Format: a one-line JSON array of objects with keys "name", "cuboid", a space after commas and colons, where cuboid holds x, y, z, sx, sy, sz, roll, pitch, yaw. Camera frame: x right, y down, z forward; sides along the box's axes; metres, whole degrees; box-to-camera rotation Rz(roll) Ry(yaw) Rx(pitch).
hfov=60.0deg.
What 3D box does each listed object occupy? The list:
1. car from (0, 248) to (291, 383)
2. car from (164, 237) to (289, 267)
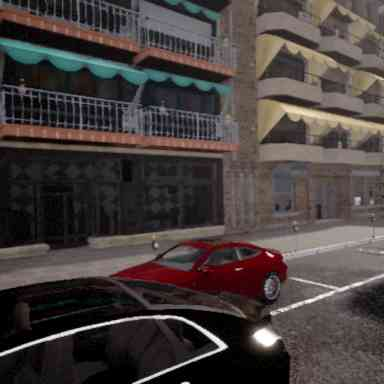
[{"name": "car", "cuboid": [-1.362, 1.547, 2.356, 4.892, 1.490, 1.837, -1, -1, -35]}, {"name": "car", "cuboid": [0.221, 1.629, 6.730, 4.206, 1.307, 1.802, -1, -1, -37]}]
